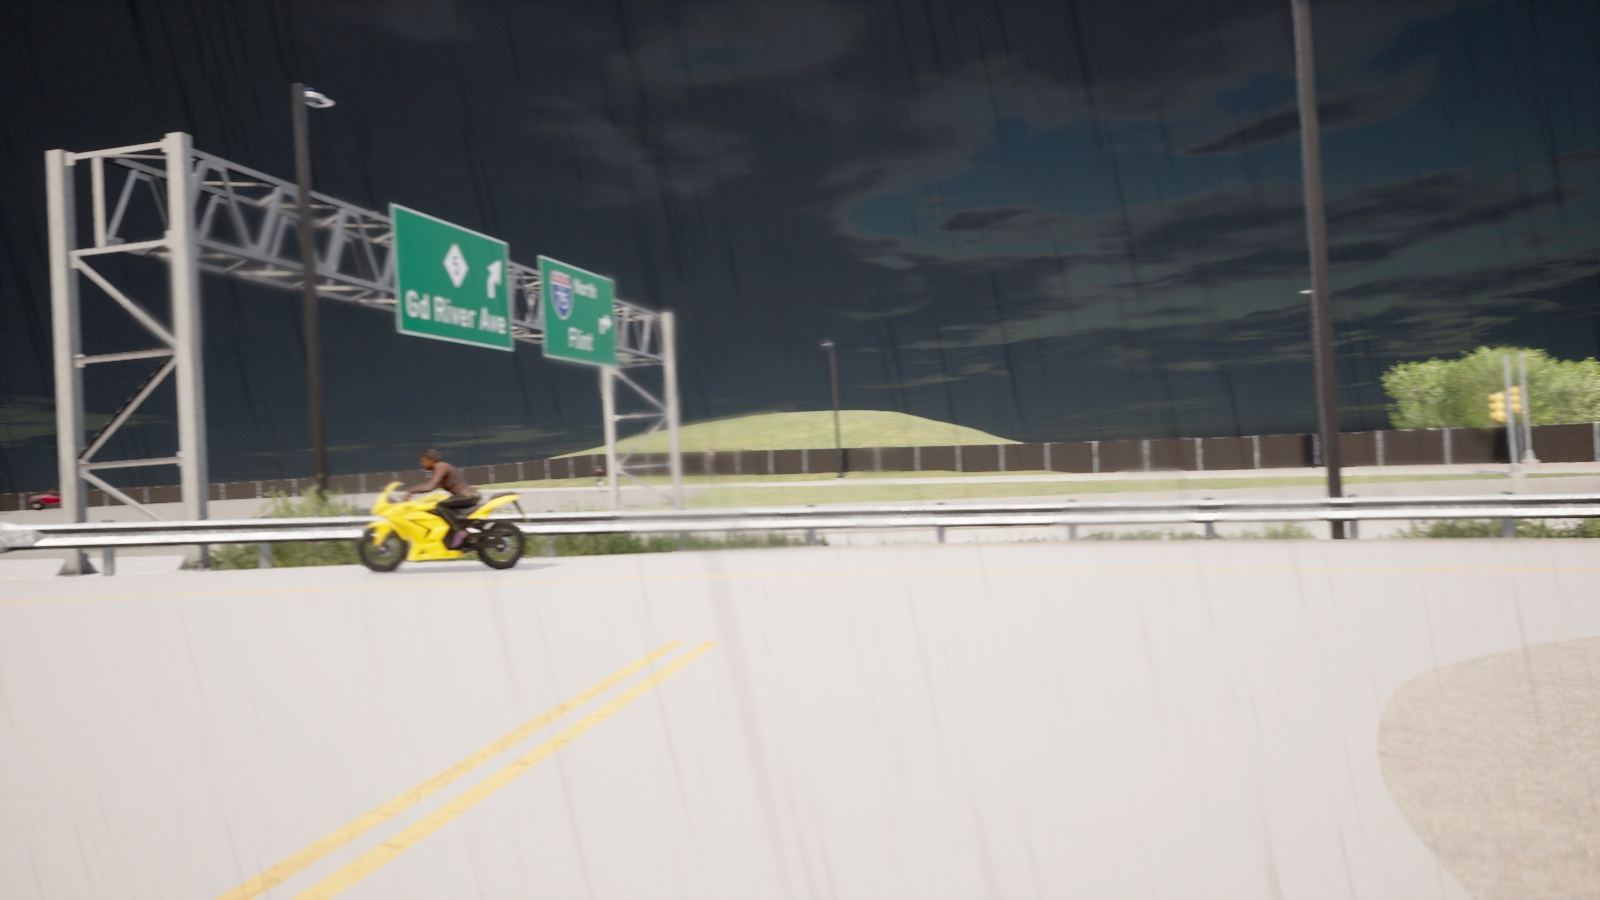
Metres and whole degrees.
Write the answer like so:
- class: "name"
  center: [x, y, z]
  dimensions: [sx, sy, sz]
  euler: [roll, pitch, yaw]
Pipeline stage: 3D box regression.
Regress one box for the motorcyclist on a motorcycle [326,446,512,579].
- class: "motorcyclist on a motorcycle"
  center: [-4.573, 0.734, 15.197]
  dimensions: [2.044, 1.523, 0.797]
  euler: [-1, -1, -10]
